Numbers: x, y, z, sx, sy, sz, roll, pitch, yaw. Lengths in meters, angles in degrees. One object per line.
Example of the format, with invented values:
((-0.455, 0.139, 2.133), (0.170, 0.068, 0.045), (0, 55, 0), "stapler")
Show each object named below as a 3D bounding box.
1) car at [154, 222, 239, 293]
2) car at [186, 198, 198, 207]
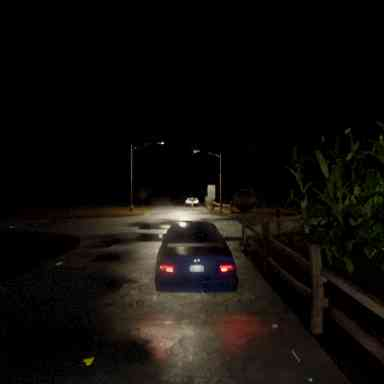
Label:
((0.027, 1.537, 8.990), (2.033, 1.411, 5.357), (0, 0, -2), "car")
((0.023, 1.521, 50.999), (1.895, 1.301, 4.718), (0, 0, 0), "car")
